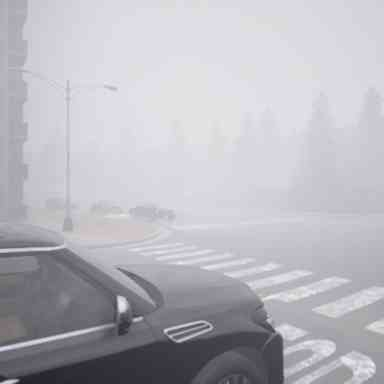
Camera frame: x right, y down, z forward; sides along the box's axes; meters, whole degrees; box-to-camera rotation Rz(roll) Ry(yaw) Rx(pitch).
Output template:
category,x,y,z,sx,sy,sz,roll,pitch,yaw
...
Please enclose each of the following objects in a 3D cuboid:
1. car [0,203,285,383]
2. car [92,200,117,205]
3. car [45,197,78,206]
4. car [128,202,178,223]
category,x,y,z,sx,sy,sz,roll,pitch,yaw
car,-1.743,1.222,2.503,5.566,2.045,2.150,0,0,-35
car,-8.546,1.486,33.193,1.994,1.385,4.181,0,0,-39
car,-15.912,1.430,40.492,4.892,1.490,1.837,0,0,33
car,-3.154,1.522,26.004,1.895,1.301,4.718,0,0,-36
